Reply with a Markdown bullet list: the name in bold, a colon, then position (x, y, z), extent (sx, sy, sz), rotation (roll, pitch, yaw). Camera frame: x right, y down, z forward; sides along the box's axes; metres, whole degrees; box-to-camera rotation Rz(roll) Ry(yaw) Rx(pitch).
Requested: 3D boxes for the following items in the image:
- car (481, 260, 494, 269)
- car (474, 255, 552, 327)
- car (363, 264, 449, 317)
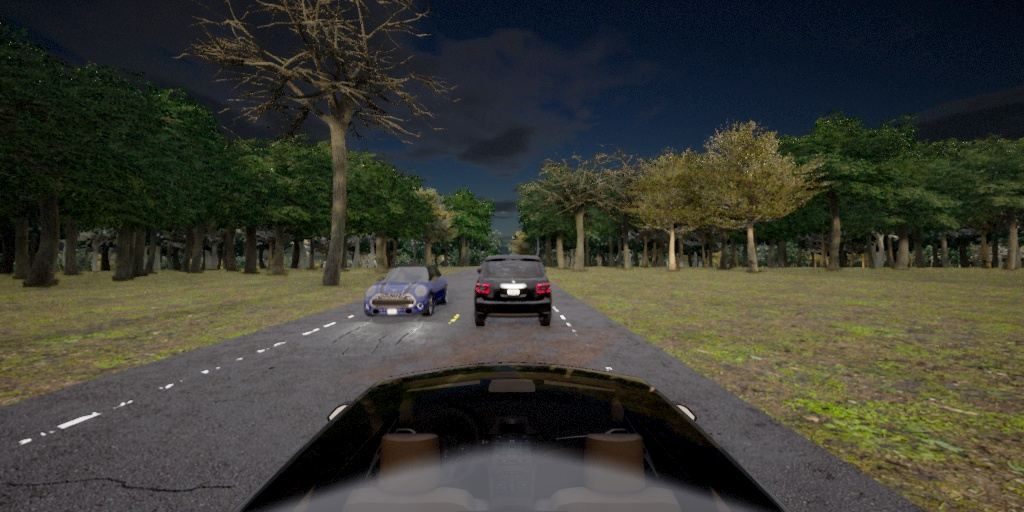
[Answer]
- **car**: position (-4.035, 1.431, 60.181), extent (1.882, 1.535, 5.008), rotation (0, -1, 0)
- **car**: position (0.010, 0.987, 11.776), extent (2.150, 2.045, 5.566), rotation (0, 0, -1)
- **car**: position (-3.704, 1.118, 13.262), extent (2.097, 1.767, 4.553), rotation (0, 0, -1)
